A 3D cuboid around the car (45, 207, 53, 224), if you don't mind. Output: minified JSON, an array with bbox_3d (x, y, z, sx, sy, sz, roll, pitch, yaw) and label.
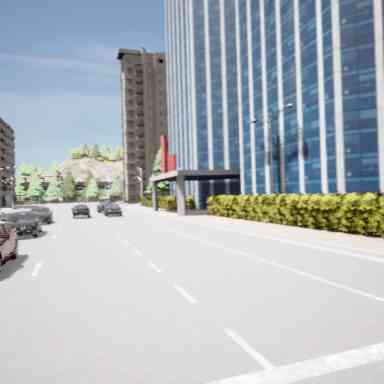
[{"bbox_3d":[-13.892,2.147,30.582,1.837,1.490,4.892,-2,0,-19],"label":"car"}]

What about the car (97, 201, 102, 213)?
[{"bbox_3d":[-12.614,2.080,48.324,2.097,1.767,4.553,-2,0,-19],"label":"car"}]

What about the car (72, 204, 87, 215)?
[{"bbox_3d":[-15.965,2.425,47.332,1.895,1.301,4.718,-2,0,-19],"label":"car"}]

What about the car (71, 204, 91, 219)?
[{"bbox_3d":[-12.469,2.153,37.505,1.837,1.490,4.892,-2,0,-19],"label":"car"}]

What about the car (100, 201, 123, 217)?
[{"bbox_3d":[-9.341,2.111,39.176,2.033,1.411,5.357,-2,0,-19],"label":"car"}]

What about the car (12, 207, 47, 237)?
[{"bbox_3d":[-10.466,1.973,20.754,1.837,1.490,4.892,-2,0,-19],"label":"car"}]

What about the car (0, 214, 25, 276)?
[{"bbox_3d":[-7.037,1.771,10.952,1.882,1.535,5.008,-2,0,-19],"label":"car"}]
